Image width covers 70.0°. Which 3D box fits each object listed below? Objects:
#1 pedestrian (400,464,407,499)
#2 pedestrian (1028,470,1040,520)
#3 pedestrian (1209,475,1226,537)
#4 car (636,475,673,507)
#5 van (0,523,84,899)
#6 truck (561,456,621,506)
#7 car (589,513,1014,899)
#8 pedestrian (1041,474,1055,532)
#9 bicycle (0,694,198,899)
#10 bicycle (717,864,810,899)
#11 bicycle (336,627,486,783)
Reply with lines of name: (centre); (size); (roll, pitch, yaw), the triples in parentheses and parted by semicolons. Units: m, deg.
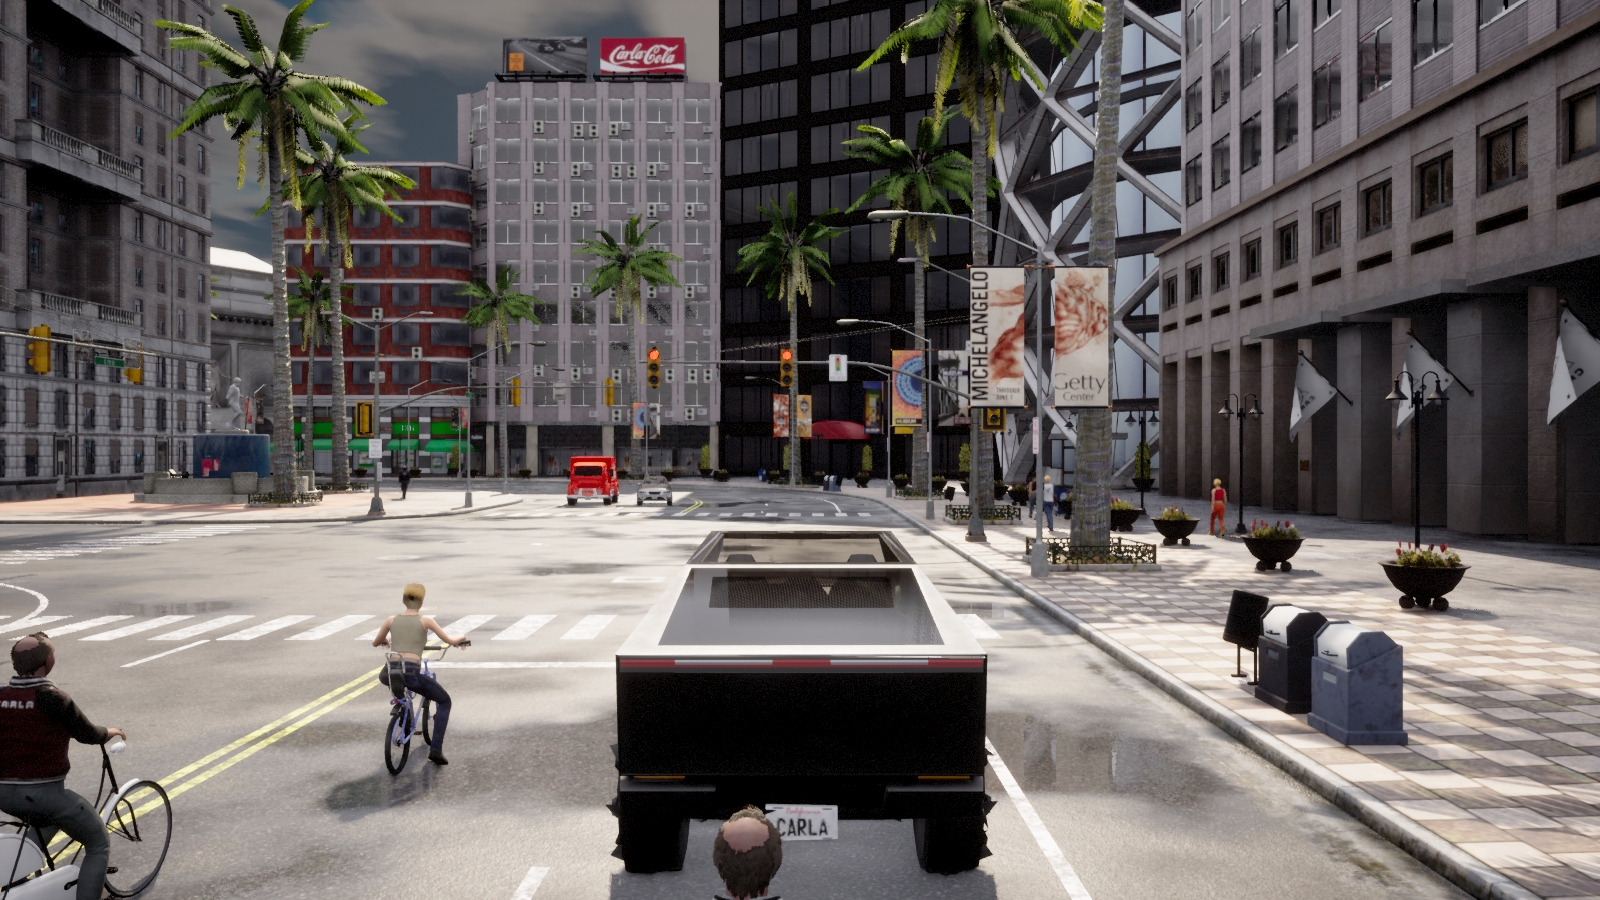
pedestrian: (-21.353, 1.696, 61.566); (0.375, 1.860, 0.375); (0, 0, -20)
pedestrian: (8.808, 1.698, 42.988); (0.375, 1.860, 0.375); (0, 0, -3)
pedestrian: (12.682, 1.704, 34.681); (0.375, 1.860, 0.375); (0, 0, -2)
car: (-7.460, 2.066, 58.811); (1.816, 1.474, 4.193); (0, 0, -7)
van: (-3.501, 1.534, 1.043); (1.988, 2.561, 5.915); (0, 0, 0)
truck: (-10.821, 1.568, 59.475); (2.627, 2.467, 5.204); (0, 0, -5)
car: (0.011, 1.753, 9.550); (2.390, 2.098, 6.274); (0, 0, 0)
pedestrian: (8.017, 1.694, 36.872); (0.375, 1.860, 0.375); (0, 0, 1)
bicycle: (-4.243, 2.210, 6.662); (0.329, 1.171, 1.835); (0, 0, 6)
bicycle: (-0.147, 2.210, 3.549); (0.329, 1.171, 1.835); (0, 0, 1)
bicycle: (-3.473, 2.256, 10.347); (0.859, 1.080, 1.487); (0, 0, 0)
